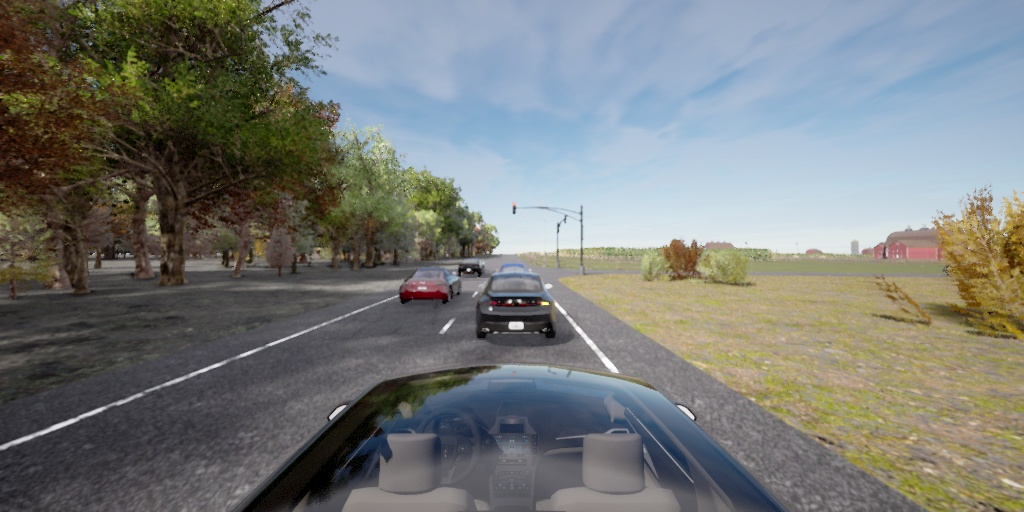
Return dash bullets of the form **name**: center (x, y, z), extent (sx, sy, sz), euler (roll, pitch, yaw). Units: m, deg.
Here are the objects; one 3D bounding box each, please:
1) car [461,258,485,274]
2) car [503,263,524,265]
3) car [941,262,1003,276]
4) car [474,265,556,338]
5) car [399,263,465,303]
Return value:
- **car**: center (-3.454, 0.924, 31.101), extent (1.882, 1.535, 5.008), euler (0, 1, 0)
- **car**: center (0.084, 1.097, 19.050), extent (1.812, 1.442, 4.674), euler (0, 1, 0)
- **car**: center (48.450, 1.384, 37.783), extent (4.902, 1.511, 2.128), euler (1, 0, 0)
- **car**: center (0.084, 1.171, 9.803), extent (1.837, 1.490, 4.892), euler (0, 0, 0)
- **car**: center (-3.424, 1.171, 15.647), extent (1.994, 1.385, 4.181), euler (0, 1, 0)
